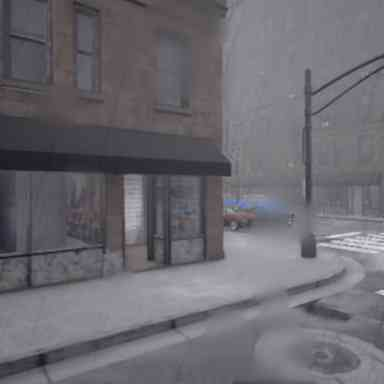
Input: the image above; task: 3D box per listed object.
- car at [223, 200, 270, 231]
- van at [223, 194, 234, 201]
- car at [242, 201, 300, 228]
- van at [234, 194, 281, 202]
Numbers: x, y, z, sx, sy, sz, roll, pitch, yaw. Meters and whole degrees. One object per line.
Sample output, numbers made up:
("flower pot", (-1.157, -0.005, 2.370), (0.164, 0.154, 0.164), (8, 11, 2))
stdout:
("car", (2.105, 1.427, 19.661), (1.887, 1.381, 4.507), (0, 0, -35))
("van", (2.763, 1.063, 33.572), (1.690, 1.788, 3.998), (0, 0, -35))
("car", (4.395, 1.466, 21.185), (1.895, 1.301, 4.718), (0, 1, -38))
("van", (5.919, 1.115, 29.079), (1.690, 1.788, 3.998), (0, 0, -35))
